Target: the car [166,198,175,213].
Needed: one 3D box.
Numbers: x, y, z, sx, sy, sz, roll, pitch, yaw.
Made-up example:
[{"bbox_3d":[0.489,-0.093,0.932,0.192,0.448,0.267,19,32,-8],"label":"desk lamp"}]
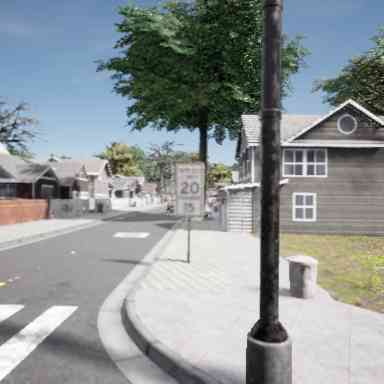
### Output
[{"bbox_3d":[-2.186,1.898,42.278,1.882,1.535,5.008,1,-1,2],"label":"car"}]
